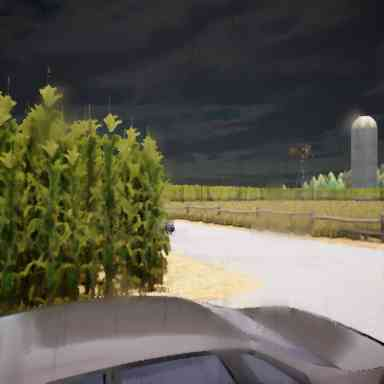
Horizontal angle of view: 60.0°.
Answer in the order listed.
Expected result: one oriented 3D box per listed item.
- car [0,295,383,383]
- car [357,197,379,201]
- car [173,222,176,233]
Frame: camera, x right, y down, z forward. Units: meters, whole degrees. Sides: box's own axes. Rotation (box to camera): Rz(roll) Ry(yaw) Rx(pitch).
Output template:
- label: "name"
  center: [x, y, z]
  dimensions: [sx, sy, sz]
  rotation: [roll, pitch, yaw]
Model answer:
- label: "car"
  center: [-0.805, 1.550, 2.147]
  dimensions: [5.357, 1.411, 2.033]
  rotation: [0, 0, -26]
- label: "car"
  center: [37.624, 1.844, 71.866]
  dimensions: [1.882, 1.535, 5.008]
  rotation: [0, 0, -39]
- label: "car"
  center: [-2.652, 1.607, 18.447]
  dimensions: [1.994, 1.385, 4.181]
  rotation: [0, 0, -35]
